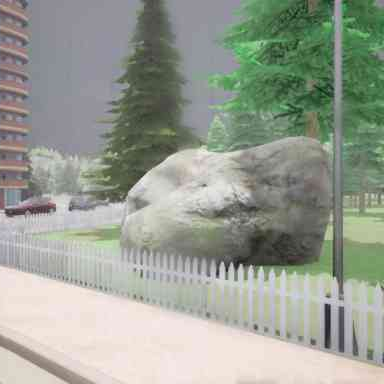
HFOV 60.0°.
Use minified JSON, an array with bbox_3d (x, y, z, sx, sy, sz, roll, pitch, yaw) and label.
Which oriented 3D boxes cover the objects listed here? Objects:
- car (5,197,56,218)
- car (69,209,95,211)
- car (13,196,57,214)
[{"bbox_3d":[-14.519,1.422,30.237,1.882,1.535,5.008,0,0,15],"label":"car"},{"bbox_3d":[-12.873,1.508,39.077,1.994,1.385,4.181,0,0,4],"label":"car"},{"bbox_3d":[-16.783,1.296,35.880,2.097,1.767,4.553,0,0,8],"label":"car"}]
